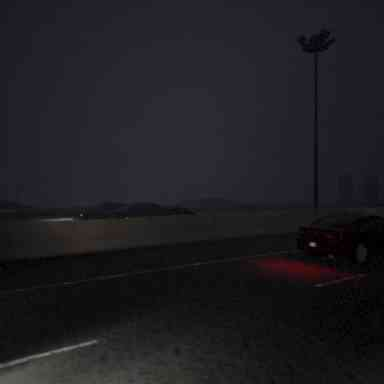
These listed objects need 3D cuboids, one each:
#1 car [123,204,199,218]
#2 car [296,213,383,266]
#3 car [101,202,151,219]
[{"bbox_3d":[-1.499,1.571,19.628,4.718,1.301,1.895,0,0,-32],"label":"car"},{"bbox_3d":[5.839,1.465,11.577,5.008,1.535,1.882,0,0,-32],"label":"car"},{"bbox_3d":[-3.579,1.442,22.426,5.008,1.535,1.882,0,0,-32],"label":"car"}]
